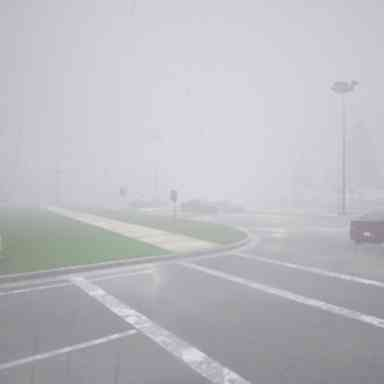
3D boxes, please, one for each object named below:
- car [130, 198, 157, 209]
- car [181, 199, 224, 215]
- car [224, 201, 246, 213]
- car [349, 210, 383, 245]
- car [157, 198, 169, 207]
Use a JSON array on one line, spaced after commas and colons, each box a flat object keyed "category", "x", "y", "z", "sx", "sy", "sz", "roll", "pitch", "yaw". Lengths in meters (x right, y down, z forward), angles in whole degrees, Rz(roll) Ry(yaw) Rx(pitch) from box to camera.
[{"category": "car", "x": -7.120, "y": 1.570, "z": 46.537, "sx": 1.994, "sy": 1.385, "sz": 4.181, "roll": 0, "pitch": 0, "yaw": -34}, {"category": "car", "x": 0.789, "y": 1.483, "z": 35.085, "sx": 1.882, "sy": 1.535, "sz": 5.008, "roll": 0, "pitch": 0, "yaw": -35}, {"category": "car", "x": 3.797, "y": 1.608, "z": 36.887, "sx": 1.895, "sy": 1.301, "sz": 4.718, "roll": 0, "pitch": 0, "yaw": -35}, {"category": "car", "x": 8.791, "y": 1.482, "z": 14.319, "sx": 5.008, "sy": 1.535, "sz": 1.882, "roll": 0, "pitch": 0, "yaw": -35}, {"category": "car", "x": -5.209, "y": 1.571, "z": 49.939, "sx": 1.994, "sy": 1.385, "sz": 4.181, "roll": 0, "pitch": 0, "yaw": -35}]
